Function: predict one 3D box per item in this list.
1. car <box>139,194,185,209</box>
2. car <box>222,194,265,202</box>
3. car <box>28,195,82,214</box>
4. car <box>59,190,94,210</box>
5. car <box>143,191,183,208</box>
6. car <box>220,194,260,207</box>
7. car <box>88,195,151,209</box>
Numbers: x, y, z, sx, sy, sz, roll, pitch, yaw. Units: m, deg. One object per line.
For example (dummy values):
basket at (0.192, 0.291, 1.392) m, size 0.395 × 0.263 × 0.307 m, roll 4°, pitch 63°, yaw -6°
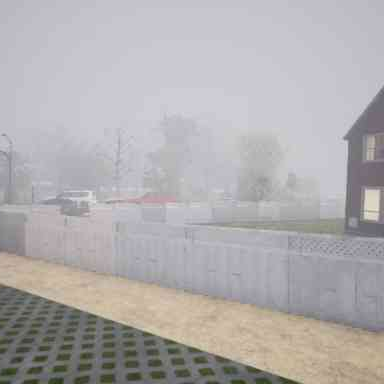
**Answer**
car at (-3.510, 1.057, 38.458) m, size 5.008 × 1.535 × 1.882 m, roll 0°, pitch 2°, yaw -19°
car at (6.003, 1.177, 38.213) m, size 5.357 × 1.411 × 2.033 m, roll 0°, pitch 2°, yaw -18°
car at (-13.283, 1.297, 31.773) m, size 4.674 × 1.442 × 1.812 m, roll 0°, pitch 2°, yaw -17°
car at (-12.988, 0.874, 35.278) m, size 5.566 × 2.045 × 2.150 m, roll 0°, pitch 2°, yaw -19°
car at (-4.075, 0.922, 34.835) m, size 5.566 × 2.045 × 2.150 m, roll 0°, pitch 2°, yaw -19°
car at (5.964, 1.041, 41.620) m, size 4.674 × 1.442 × 1.812 m, roll 0°, pitch 2°, yaw -18°
car at (-6.638, 1.322, 30.352) m, size 5.008 × 1.535 × 1.882 m, roll -1°, pitch 2°, yaw -18°
